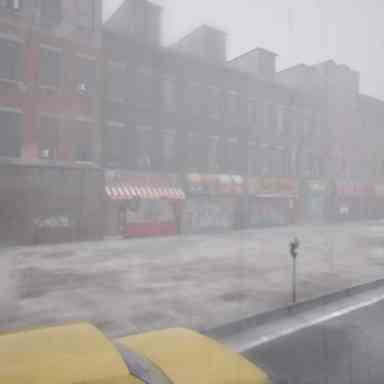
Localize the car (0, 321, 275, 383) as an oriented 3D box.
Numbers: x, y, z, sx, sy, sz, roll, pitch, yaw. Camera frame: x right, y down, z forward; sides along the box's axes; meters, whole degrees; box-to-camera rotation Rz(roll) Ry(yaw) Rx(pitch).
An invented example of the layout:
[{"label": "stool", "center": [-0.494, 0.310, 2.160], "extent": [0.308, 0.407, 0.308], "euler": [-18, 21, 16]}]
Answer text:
[{"label": "car", "center": [-1.553, 1.521, 1.701], "extent": [4.829, 1.417, 1.752], "euler": [1, 0, -36]}]
